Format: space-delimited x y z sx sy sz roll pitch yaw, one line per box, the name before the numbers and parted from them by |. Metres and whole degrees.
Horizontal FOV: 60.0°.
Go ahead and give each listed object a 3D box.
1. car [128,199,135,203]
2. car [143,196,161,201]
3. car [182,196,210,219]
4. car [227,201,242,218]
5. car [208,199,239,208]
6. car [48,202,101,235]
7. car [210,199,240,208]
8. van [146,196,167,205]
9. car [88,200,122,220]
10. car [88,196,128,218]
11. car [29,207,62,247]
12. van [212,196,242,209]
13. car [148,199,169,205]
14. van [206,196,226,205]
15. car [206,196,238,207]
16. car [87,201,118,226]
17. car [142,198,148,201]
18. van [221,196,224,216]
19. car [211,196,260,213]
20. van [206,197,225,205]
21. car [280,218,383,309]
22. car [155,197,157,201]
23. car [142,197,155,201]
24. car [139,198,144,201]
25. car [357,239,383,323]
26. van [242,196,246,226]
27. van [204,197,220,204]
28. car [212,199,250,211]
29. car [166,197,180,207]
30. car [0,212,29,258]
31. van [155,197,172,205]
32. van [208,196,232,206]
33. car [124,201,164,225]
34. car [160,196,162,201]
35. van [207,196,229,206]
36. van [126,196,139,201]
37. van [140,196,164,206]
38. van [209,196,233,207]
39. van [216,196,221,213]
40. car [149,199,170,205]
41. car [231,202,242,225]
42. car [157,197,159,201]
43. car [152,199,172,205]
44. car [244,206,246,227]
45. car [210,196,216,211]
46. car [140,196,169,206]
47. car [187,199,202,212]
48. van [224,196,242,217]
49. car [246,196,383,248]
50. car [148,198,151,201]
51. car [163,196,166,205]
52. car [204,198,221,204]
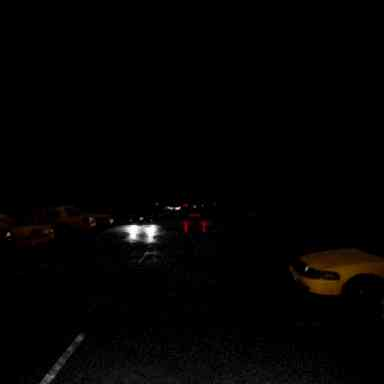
car | -7.862 1.626 29.456 4.792 1.488 2.163 0 -1 0
car | -7.960 1.835 51.666 5.366 1.575 1.946 0 -1 0
car | 0.256 1.368 31.256 2.150 2.045 5.566 0 0 1
car | 5.188 1.586 23.785 4.792 1.488 2.163 0 -1 0
car | 5.328 1.910 57.023 5.008 1.535 2.097 0 -1 0
car | -8.134 1.512 18.486 5.366 1.575 1.946 0 0 0
car | 5.316 1.920 54.251 4.674 1.452 2.002 0 -1 0
van | -7.775 1.928 73.859 4.442 1.987 1.878 0 -2 0
car | -7.926 1.546 23.905 4.892 1.521 2.231 0 0 0
car | -7.874 1.443 26.685 4.553 1.767 2.185 0 0 0
car | -8.164 1.497 12.812 5.366 1.575 1.946 0 0 0
van | 5.422 1.625 51.610 4.442 1.987 1.878 0 -1 0
car | -7.642 2.269 76.626 4.674 1.452 2.002 0 -2 0
van | 5.303 1.937 73.628 4.442 1.987 1.878 0 -2 0
car | 5.320 1.690 59.920 5.566 2.045 2.435 0 -1 0
car | -7.749 1.524 21.136 5.366 1.575 1.946 0 0 0
car | -7.877 1.717 37.785 4.792 1.488 2.163 0 -1 0
van | 5.319 1.413 32.094 4.442 1.987 1.878 0 -1 0
car | 5.218 1.478 40.404 5.566 2.045 2.435 0 -1 0
van | 5.566 2.086 79.165 4.442 1.987 1.878 0 -2 0
car | 4.886 1.497 7.173 5.366 1.575 1.946 0 0 0
car | -7.797 1.779 46.113 4.892 1.521 2.231 0 -1 0
car | -8.004 1.744 43.339 5.366 1.575 1.946 0 -1 0
car | -7.891 1.686 35.009 4.792 1.488 2.163 0 -1 0
car | 5.055 1.535 4.402 4.674 1.452 2.002 0 0 0
van | 5.248 1.302 18.375 4.442 1.987 1.878 0 0 0
van | 5.638 2.460 93.011 4.442 1.987 1.878 0 -2 0
car | 5.270 1.789 45.943 5.008 1.535 2.097 0 -1 0
car | -3.211 1.969 62.038 2.128 1.511 4.902 0 -1 1
car | -7.987 1.495 10.036 4.892 1.521 2.231 0 0 0
van | -7.469 2.303 87.734 4.442 1.987 1.878 0 -2 0
van | 5.493 1.775 65.334 4.442 1.987 1.878 0 -1 0
car | -3.439 1.640 24.667 1.994 1.385 4.181 0 -1 1
car | -7.791 1.743 54.443 4.553 1.767 2.185 0 -1 0
van | 5.276 1.806 68.238 4.442 1.987 1.878 0 -1 0
van | -7.760 1.401 32.235 4.442 1.987 1.878 0 -1 0
van | -7.819 1.764 65.548 4.442 1.987 1.878 0 -1 0
van | 5.480 1.746 62.689 4.442 1.987 1.878 0 -1 0
van | 5.101 1.443 34.865 4.442 1.987 1.878 0 -1 0
car | -7.660 2.333 79.403 4.792 1.488 2.163 0 -2 0
car | 5.174 1.569 21.145 4.792 1.488 2.163 0 0 0
car | -7.796 1.809 48.889 4.892 1.521 2.231 0 -1 0
car | -7.595 2.453 84.953 5.008 1.535 2.097 0 -2 0
car | 5.087 1.548 15.481 4.792 1.488 2.163 0 0 0
car | 5.204 1.448 37.634 5.566 2.045 2.435 0 -1 0
car | -7.659 1.769 68.324 5.566 2.045 2.435 0 -1 0
car | 0.331 1.804 45.227 1.837 1.490 4.892 0 0 0
van | 5.065 1.355 26.539 4.442 1.987 1.878 0 0 0
car | 5.130 1.261 12.712 5.566 2.045 2.435 0 0 0
car | -7.862 1.747 40.561 4.792 1.488 2.163 0 -1 0
car | -7.737 1.929 59.993 5.008 1.535 2.097 0 -1 0
car | 5.475 2.485 90.240 4.553 1.767 2.185 0 -2 0
